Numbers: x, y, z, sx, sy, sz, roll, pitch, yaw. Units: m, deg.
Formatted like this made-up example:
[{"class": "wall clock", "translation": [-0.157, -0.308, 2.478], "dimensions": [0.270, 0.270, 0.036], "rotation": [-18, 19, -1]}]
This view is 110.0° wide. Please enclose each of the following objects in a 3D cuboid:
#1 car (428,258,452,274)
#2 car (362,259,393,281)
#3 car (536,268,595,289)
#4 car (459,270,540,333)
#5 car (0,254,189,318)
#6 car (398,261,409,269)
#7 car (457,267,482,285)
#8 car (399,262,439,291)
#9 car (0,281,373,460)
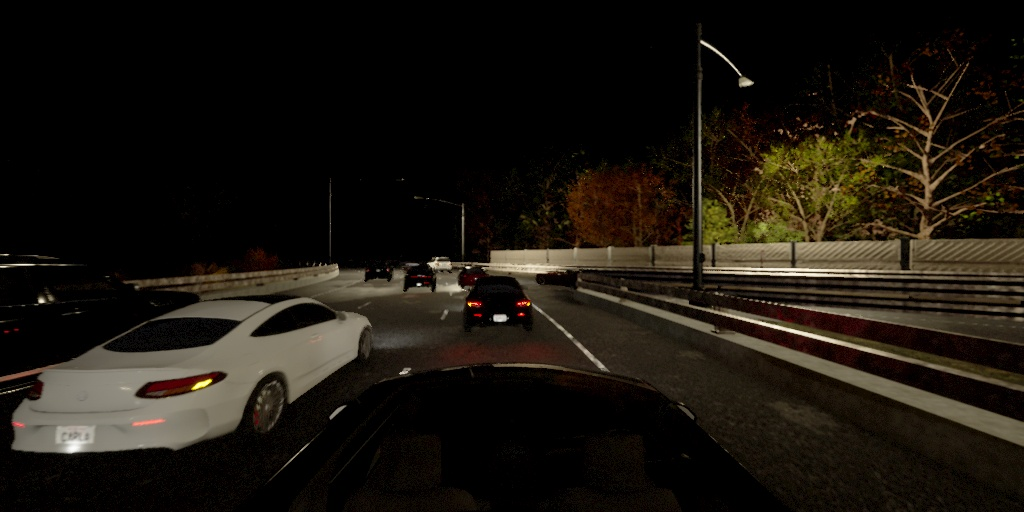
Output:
[{"class": "car", "translation": [-9.414, 1.217, 46.131], "dimensions": [2.150, 2.045, 5.566], "rotation": [0, 0, -25]}, {"class": "car", "translation": [-11.654, 1.270, 31.665], "dimensions": [2.097, 1.767, 4.553], "rotation": [0, 0, -16]}, {"class": "car", "translation": [3.690, 1.474, 24.264], "dimensions": [1.895, 1.301, 4.718], "rotation": [0, 0, -36]}, {"class": "car", "translation": [-0.466, 1.326, 10.824], "dimensions": [1.812, 1.442, 4.674], "rotation": [0, 0, -4]}, {"class": "car", "translation": [-7.062, 0.990, 4.807], "dimensions": [2.150, 2.045, 5.566], "rotation": [0, 0, -2]}, {"class": "car", "translation": [-12.289, 1.532, 43.836], "dimensions": [2.033, 1.411, 5.357], "rotation": [0, 0, -23]}, {"class": "car", "translation": [-2.798, 1.445, 25.333], "dimensions": [1.994, 1.385, 4.181], "rotation": [0, 0, -12]}, {"class": "car", "translation": [-5.808, 1.369, 22.882], "dimensions": [1.837, 1.490, 4.892], "rotation": [0, 0, -11]}, {"class": "car", "translation": [-3.613, 1.296, 5.210], "dimensions": [1.812, 1.442, 4.674], "rotation": [0, 0, -2]}]
